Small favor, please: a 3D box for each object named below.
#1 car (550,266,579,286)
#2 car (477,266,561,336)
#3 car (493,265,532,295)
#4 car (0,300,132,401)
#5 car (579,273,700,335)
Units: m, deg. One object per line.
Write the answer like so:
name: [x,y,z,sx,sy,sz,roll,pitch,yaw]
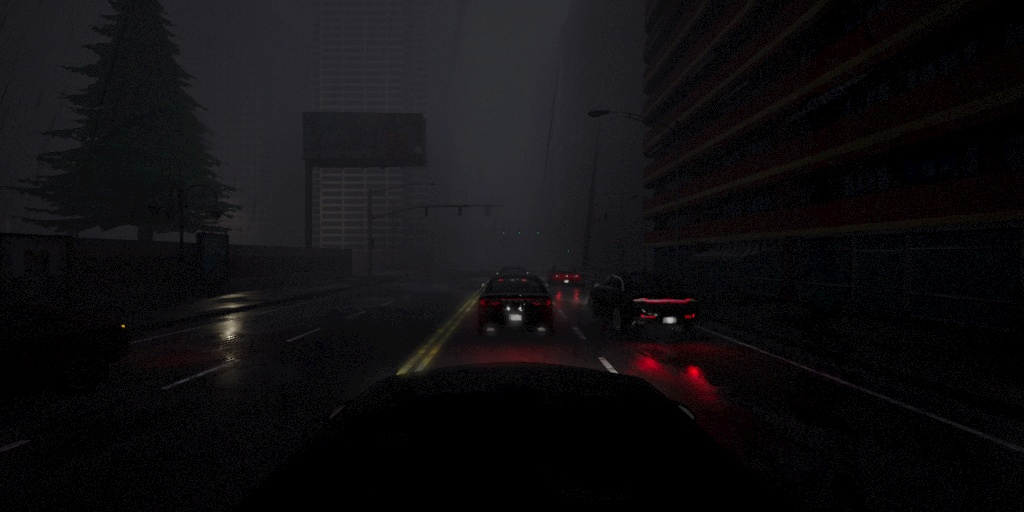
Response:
car: [3.559,1.351,25.528,1.895,1.301,4.718,0,0,0]
car: [0.091,1.228,10.476,1.882,1.535,5.008,0,0,0]
car: [0.040,1.298,21.126,2.033,1.411,5.357,0,0,0]
car: [-7.104,1.276,3.937,1.812,1.442,4.674,0,0,-1]
car: [3.593,1.241,10.583,2.128,1.511,4.902,0,0,0]
